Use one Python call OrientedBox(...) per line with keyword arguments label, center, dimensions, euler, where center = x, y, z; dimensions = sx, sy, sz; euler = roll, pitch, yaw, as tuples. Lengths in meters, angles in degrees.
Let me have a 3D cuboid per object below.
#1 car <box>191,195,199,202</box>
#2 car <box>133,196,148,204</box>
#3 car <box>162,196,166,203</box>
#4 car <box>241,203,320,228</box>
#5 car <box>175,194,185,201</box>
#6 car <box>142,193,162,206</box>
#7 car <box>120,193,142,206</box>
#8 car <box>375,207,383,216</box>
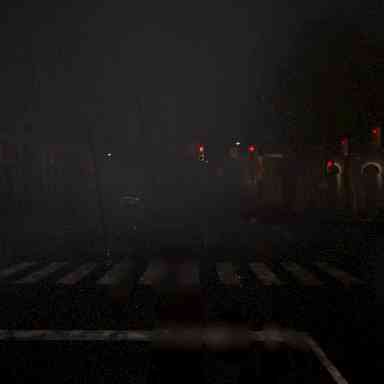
OrientedBox(label="car", center=(0.727, 1.450, 78.573), dimensions=(2.128, 1.511, 4.902), euler=(0, 0, 1))
OrientedBox(label="car", center=(-10.047, 1.547, 65.072), dimensions=(2.033, 1.411, 5.357), euler=(0, 0, 2))
OrientedBox(label="car", center=(-6.468, 1.492, 68.061), dimensions=(2.128, 1.511, 4.902), euler=(0, 0, 1))
OrientedBox(label="car", center=(5.775, 1.478, 22.030), dimensions=(5.008, 1.535, 1.882), euler=(0, 1, 22))
OrientedBox(label="car", center=(-2.773, 1.279, 78.602), dimensions=(2.097, 1.767, 4.553), euler=(0, 0, 1))
OrientedBox(label="car", center=(-6.703, 1.221, 56.253), dimensions=(2.150, 2.045, 5.566), euler=(0, 0, -1))
OrientedBox(label="car", center=(-10.210, 1.222, 54.839), dimensions=(2.150, 2.045, 5.566), euler=(0, 0, 0))
OrientedBox(label="car", center=(18.598, 1.526, 29.145), dimensions=(4.674, 1.442, 1.812), euler=(0, 0, 1))
